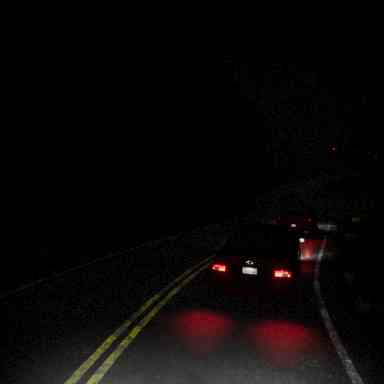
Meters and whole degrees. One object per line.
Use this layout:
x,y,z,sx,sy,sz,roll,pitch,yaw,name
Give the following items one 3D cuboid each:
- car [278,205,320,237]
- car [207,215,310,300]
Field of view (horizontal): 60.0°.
5.965,1.485,18.538,1.882,1.535,5.008,2,1,23,car
1.877,1.548,8.693,2.033,1.411,5.357,2,0,18,car
